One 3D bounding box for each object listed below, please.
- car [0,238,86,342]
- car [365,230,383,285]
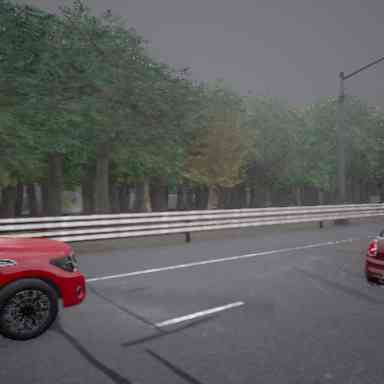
[{"bbox_3d":[-4.502,1.222,4.837,5.566,2.045,2.150,0,0,-35],"label":"car"},{"bbox_3d":[6.317,1.354,8.254,4.553,1.767,2.097,0,0,-36],"label":"car"}]
